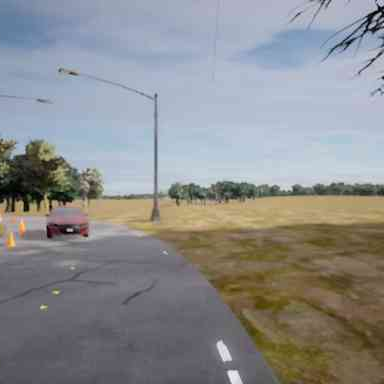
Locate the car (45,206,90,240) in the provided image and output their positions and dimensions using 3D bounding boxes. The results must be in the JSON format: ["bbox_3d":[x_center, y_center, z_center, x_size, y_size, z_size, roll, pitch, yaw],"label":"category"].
[{"bbox_3d":[-6.535,1.480,17.356,1.882,1.535,5.008,1,-1,-24],"label":"car"}]

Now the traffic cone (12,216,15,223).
[{"bbox_3d":[-13.946,2.137,26.001,0.340,0.580,0.340,1,-2,-37],"label":"traffic cone"}]

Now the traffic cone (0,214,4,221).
[{"bbox_3d":[-16.966,2.269,29.624,0.340,0.580,0.340,1,-3,-43],"label":"traffic cone"}]

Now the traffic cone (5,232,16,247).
[{"bbox_3d":[-7.360,1.906,13.528,0.340,0.580,0.340,1,-1,-19],"label":"traffic cone"}]

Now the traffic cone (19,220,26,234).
[{"bbox_3d":[-9.116,1.954,17.909,0.340,0.580,0.340,1,-1,-25],"label":"traffic cone"}]
